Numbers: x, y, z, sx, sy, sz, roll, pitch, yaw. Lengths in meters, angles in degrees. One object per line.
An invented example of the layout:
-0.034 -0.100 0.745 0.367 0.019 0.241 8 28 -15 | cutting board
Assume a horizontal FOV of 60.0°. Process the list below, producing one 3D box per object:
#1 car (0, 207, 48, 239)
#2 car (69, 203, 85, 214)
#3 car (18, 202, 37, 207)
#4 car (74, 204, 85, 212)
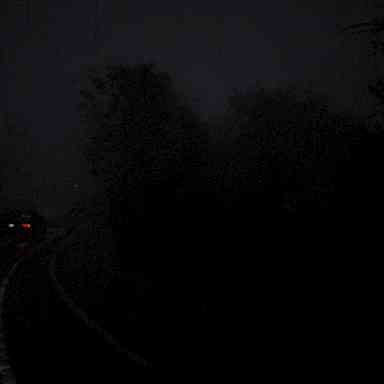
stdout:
-9.417 1.738 18.617 2.033 1.411 5.357 1 -1 -15 | car
-20.571 2.908 59.350 2.150 2.045 5.566 1 -2 -16 | car
-25.918 2.627 52.449 2.150 2.045 5.566 1 -3 -15 | car
-23.428 3.353 69.437 1.882 1.535 5.008 1 -2 -16 | car
